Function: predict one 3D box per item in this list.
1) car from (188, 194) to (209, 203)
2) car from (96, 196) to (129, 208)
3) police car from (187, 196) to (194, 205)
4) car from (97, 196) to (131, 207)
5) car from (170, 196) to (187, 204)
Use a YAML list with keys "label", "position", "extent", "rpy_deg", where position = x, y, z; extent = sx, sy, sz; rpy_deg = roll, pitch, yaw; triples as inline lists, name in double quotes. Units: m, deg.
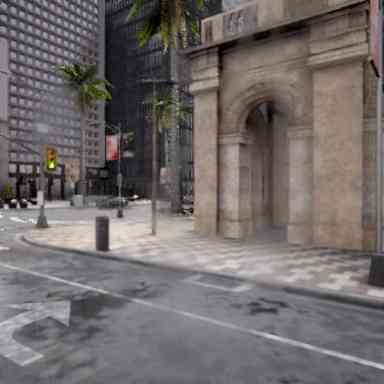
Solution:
- label: "car"
  position: [1.346, 1.232, 67.252]
  extent: [2.185, 1.767, 4.553]
  rpy_deg: [0, 0, 35]
- label: "car"
  position: [-10.787, 1.415, 45.181]
  extent: [1.812, 1.442, 4.674]
  rpy_deg: [0, 0, 36]
- label: "police car"
  position: [1.833, 1.403, 56.536]
  extent: [2.038, 1.542, 4.974]
  rpy_deg: [0, 0, 36]
- label: "car"
  position: [-11.508, 1.393, 49.482]
  extent: [2.161, 1.482, 4.786]
  rpy_deg: [0, 0, 35]
- label: "car"
  position: [-1.461, 1.436, 58.106]
  extent: [2.033, 1.411, 5.357]
  rpy_deg: [0, 0, 36]
